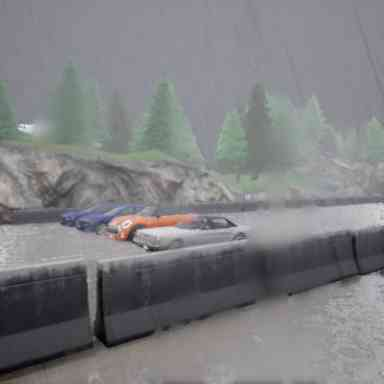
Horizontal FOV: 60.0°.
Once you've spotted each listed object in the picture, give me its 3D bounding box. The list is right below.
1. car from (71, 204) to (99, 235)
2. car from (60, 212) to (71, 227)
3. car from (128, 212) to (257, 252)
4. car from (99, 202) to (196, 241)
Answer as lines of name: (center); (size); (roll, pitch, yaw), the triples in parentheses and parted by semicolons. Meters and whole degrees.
car: (-3.750, 1.467, 18.516); (5.008, 1.535, 1.882); (0, 0, -35)
car: (-5.787, 1.467, 21.362); (5.008, 1.535, 1.882); (0, 0, -36)
car: (0.218, 1.591, 12.747); (4.718, 1.301, 1.895); (0, 0, -36)
car: (-1.672, 1.342, 15.698); (4.553, 1.767, 2.097); (0, 0, -36)
